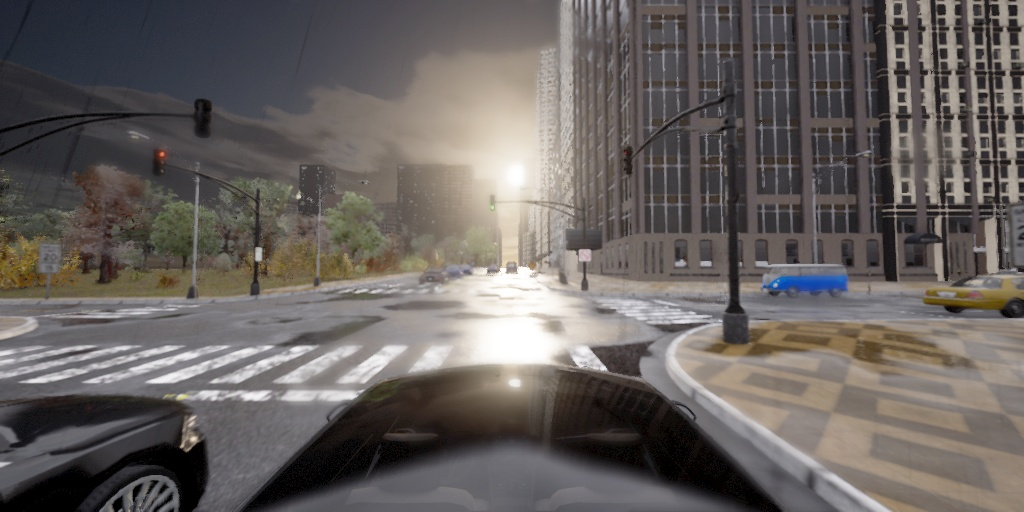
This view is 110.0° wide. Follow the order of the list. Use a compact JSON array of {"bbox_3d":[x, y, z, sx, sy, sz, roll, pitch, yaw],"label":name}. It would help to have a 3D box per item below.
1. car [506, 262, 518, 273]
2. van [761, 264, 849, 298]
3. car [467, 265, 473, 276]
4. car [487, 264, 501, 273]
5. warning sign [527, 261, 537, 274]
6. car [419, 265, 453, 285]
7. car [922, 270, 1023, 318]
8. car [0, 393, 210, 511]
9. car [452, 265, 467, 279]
[{"bbox_3d":[-0.010,2.157,61.609,1.882,1.535,5.008,0,-1,0],"label":"car"},{"bbox_3d":[15.911,1.334,19.567,3.998,1.789,1.690,0,0,-1],"label":"van"},{"bbox_3d":[-6.681,1.975,51.439,1.882,1.535,5.008,0,-1,0],"label":"car"},{"bbox_3d":[-3.263,2.226,61.527,2.033,1.411,5.357,0,-1,0],"label":"car"},{"bbox_3d":[2.764,1.561,48.482,1.300,1.860,1.060,0,0,0],"label":"warning sign"},{"bbox_3d":[-6.650,1.731,31.077,1.994,1.385,4.181,0,-1,0],"label":"car"},{"bbox_3d":[16.306,1.191,11.553,4.829,1.417,1.751,0,0,-1],"label":"car"},{"bbox_3d":[-3.146,1.229,0.644,2.128,1.511,4.902,0,-1,0],"label":"car"},{"bbox_3d":[-6.669,1.803,41.207,1.882,1.535,5.008,0,-1,0],"label":"car"}]
